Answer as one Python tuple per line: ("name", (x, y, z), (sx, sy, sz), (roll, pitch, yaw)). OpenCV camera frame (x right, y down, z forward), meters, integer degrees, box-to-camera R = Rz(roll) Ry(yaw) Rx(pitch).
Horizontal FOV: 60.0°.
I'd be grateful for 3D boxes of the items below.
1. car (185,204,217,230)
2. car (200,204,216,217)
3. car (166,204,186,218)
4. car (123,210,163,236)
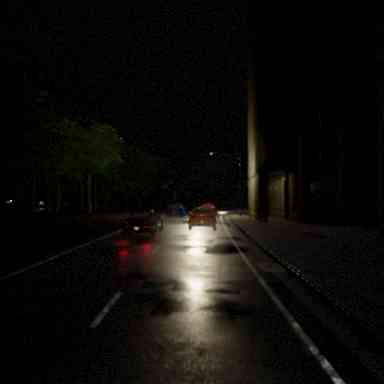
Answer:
("car", (0.786, 1.845, 24.253), (1.882, 1.535, 5.008), (0, -1, 3))
("car", (2.058, 2.304, 42.293), (1.882, 1.535, 5.008), (0, -2, 5))
("car", (-1.789, 2.181, 38.372), (1.882, 1.535, 5.008), (0, -2, 4))
("car", (-2.906, 1.823, 20.284), (1.812, 1.442, 4.674), (0, -1, 2))
